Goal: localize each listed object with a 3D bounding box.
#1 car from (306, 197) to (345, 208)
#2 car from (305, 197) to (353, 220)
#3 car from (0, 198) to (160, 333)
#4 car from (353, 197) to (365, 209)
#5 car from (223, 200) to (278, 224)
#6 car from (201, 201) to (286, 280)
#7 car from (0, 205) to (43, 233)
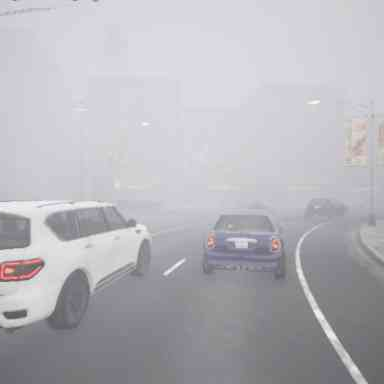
[{"bbox_3d":[17.598,1.389,43.950,4.718,1.301,1.895,0,0,-21],"label":"car"},{"bbox_3d":[11.042,1.221,27.089,2.097,1.767,4.553,1,1,43],"label":"car"},{"bbox_3d":[-2.597,1.171,7.037,2.150,2.045,5.566,0,1,11],"label":"car"},{"bbox_3d":[19.052,1.338,40.735,4.674,1.442,1.812,0,0,-20],"label":"car"},{"bbox_3d":[4.455,1.409,24.675,2.033,1.411,5.357,1,1,34],"label":"car"},{"bbox_3d":[1.723,1.294,10.107,2.097,1.767,4.553,0,0,14],"label":"car"},{"bbox_3d":[-10.534,1.449,17.748,1.895,1.301,4.718,0,0,23],"label":"car"}]
